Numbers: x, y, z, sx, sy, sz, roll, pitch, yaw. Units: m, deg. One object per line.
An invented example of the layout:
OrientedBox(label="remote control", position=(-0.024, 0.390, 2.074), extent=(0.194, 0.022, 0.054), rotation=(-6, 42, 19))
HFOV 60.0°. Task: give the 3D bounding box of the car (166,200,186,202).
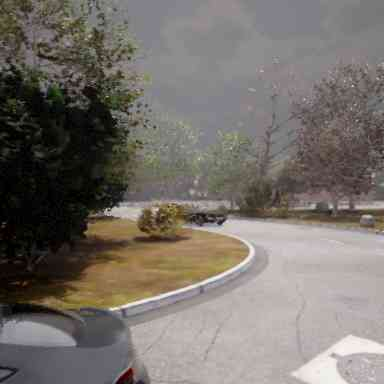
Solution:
OrientedBox(label="car", position=(-1.708, 1.473, 32.380), extent=(2.128, 1.511, 4.902), rotation=(0, 0, -26))

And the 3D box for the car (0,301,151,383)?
OrientedBox(label="car", position=(-2.489, 1.540, 1.913), extent=(4.674, 1.442, 1.812), rotation=(-1, 0, -36))

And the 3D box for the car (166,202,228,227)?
OrientedBox(label="car", position=(0.278, 1.559, 22.721), extent=(1.895, 1.301, 4.718), rotation=(0, 0, -36))
